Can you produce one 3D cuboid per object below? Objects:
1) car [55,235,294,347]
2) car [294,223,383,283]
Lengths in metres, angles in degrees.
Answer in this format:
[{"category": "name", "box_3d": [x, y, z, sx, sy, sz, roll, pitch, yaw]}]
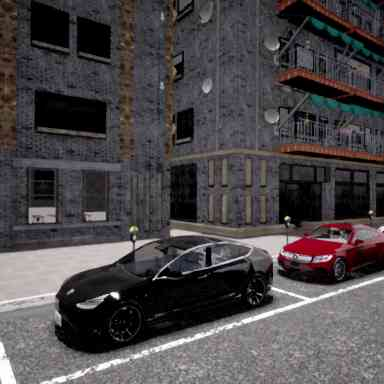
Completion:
[{"category": "car", "box_3d": [-0.280, 1.566, 6.368, 4.313, 1.339, 1.947, 0, 0, -36]}, {"category": "car", "box_3d": [4.316, 1.585, 9.675, 4.206, 1.307, 1.802, 0, 0, -36]}]
